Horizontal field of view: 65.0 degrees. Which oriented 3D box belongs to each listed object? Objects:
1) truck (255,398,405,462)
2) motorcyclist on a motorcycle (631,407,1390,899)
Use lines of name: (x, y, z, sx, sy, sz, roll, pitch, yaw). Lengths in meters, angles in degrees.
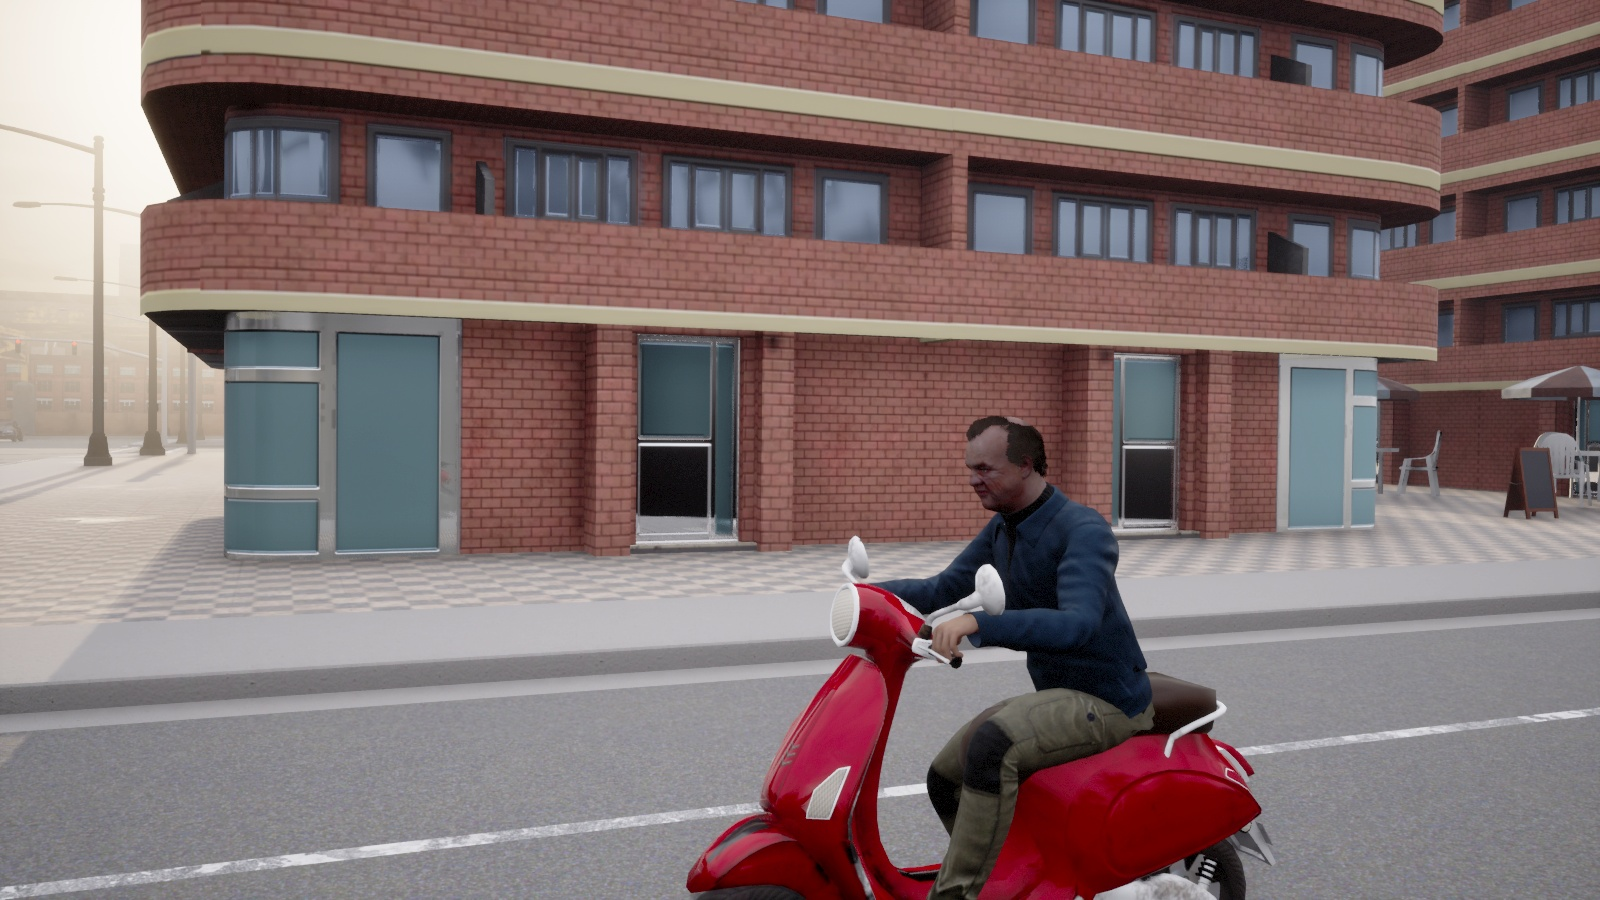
truck: (-27.304, -1.214, 73.036, 7.936, 3.462, 2.891, -2, 1, -23)
motorcyclist on a motorcycle: (0.546, 0.691, 3.382, 1.817, 1.590, 0.866, -1, 1, -21)
